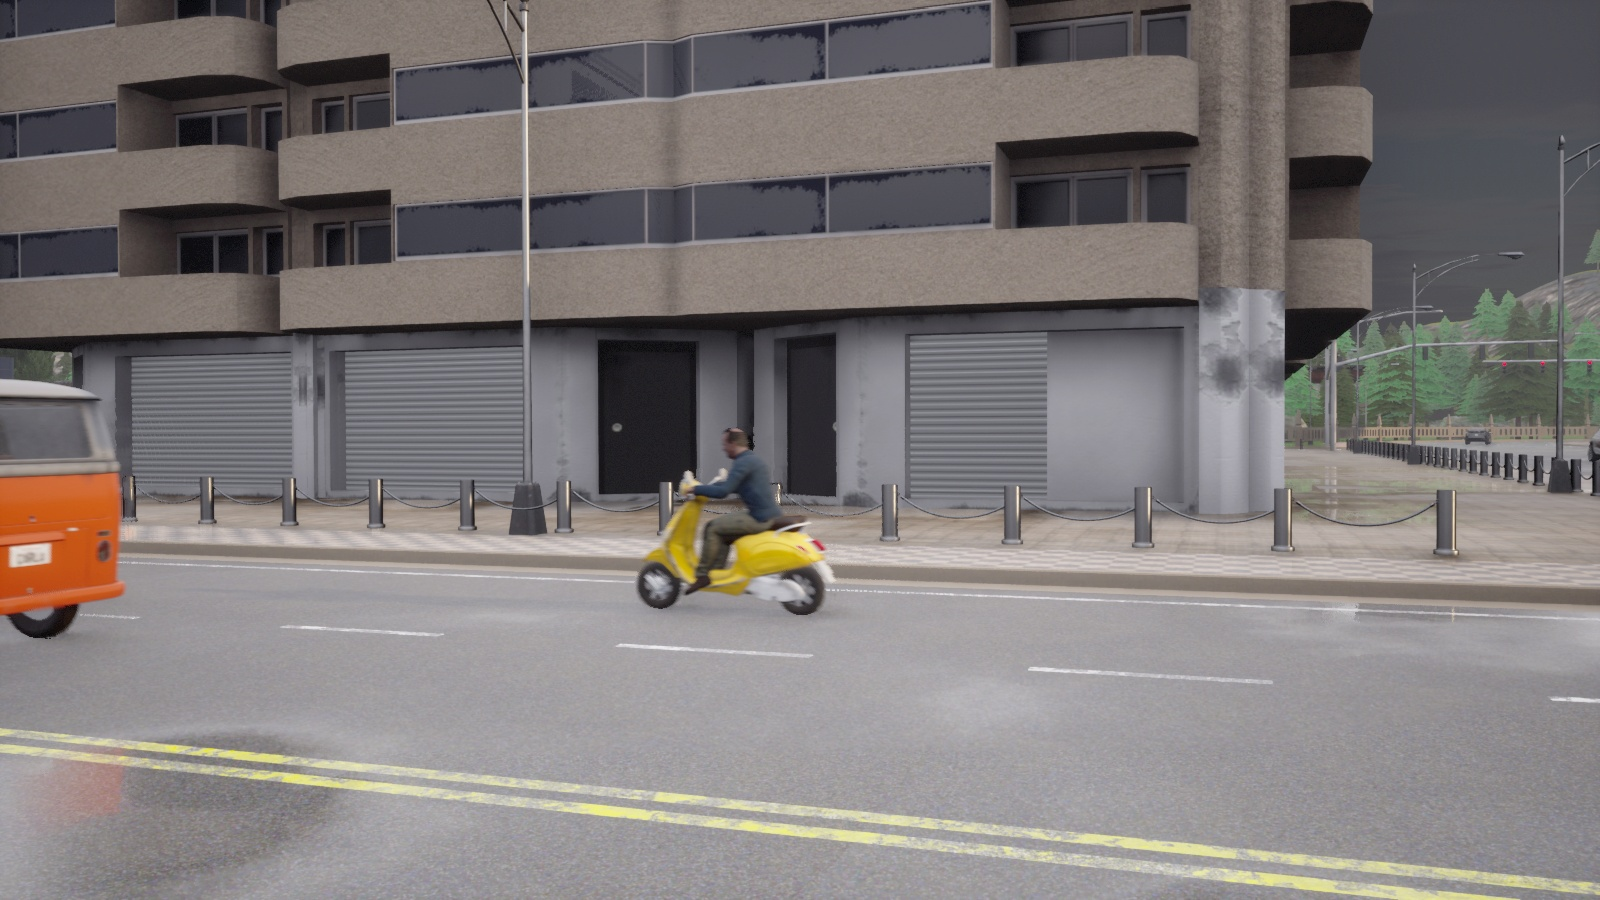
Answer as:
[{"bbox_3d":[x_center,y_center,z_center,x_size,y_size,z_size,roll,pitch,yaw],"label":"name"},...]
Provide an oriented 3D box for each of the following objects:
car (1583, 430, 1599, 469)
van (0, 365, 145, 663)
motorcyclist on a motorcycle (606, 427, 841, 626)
[{"bbox_3d":[34.614,-0.012,52.629,2.033,1.649,4.856,1,1,19],"label":"car"},{"bbox_3d":[-7.345,0.402,9.355,4.442,1.987,1.775,1,1,19],"label":"van"},{"bbox_3d":[-0.650,0.605,10.797,1.817,1.590,0.866,1,1,19],"label":"motorcyclist on a motorcycle"}]
